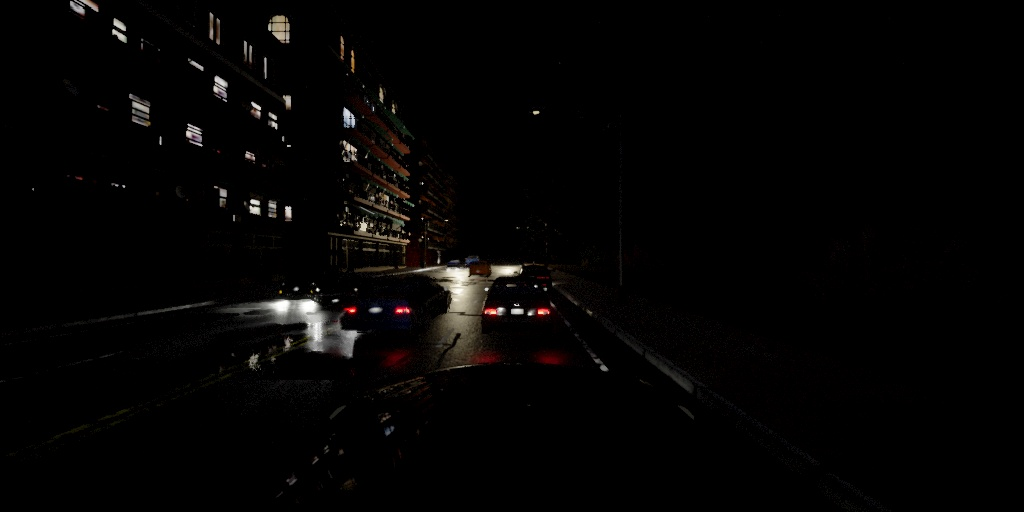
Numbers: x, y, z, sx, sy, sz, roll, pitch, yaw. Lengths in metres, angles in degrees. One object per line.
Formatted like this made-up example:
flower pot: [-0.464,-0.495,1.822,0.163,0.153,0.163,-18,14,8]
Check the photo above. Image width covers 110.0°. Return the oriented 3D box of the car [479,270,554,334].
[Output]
car: [0.120,1.299,10.584,2.033,1.411,5.357,0,0,0]

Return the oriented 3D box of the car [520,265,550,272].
car: [1.177,1.257,20.272,1.837,1.490,4.892,0,0,0]

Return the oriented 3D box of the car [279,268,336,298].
car: [-9.815,1.316,18.295,1.994,1.385,4.181,0,0,0]

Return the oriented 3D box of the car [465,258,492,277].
car: [-3.075,1.229,35.116,1.882,1.535,5.008,0,0,0]

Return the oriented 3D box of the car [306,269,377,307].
car: [-6.570,1.352,15.595,1.895,1.301,4.718,0,0,0]

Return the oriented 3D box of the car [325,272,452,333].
car: [-3.131,1.298,10.756,2.033,1.411,5.357,0,0,0]

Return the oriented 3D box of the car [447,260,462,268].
car: [-9.697,1.350,60.360,1.895,1.301,4.718,0,0,0]

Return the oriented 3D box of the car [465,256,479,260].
car: [-6.454,0.974,59.350,2.150,2.045,5.566,0,0,0]
